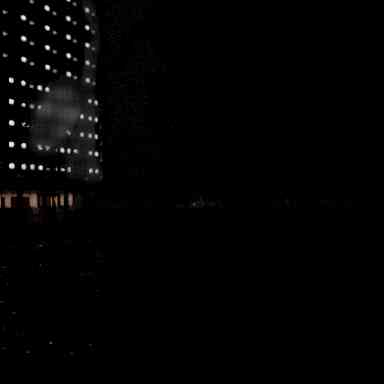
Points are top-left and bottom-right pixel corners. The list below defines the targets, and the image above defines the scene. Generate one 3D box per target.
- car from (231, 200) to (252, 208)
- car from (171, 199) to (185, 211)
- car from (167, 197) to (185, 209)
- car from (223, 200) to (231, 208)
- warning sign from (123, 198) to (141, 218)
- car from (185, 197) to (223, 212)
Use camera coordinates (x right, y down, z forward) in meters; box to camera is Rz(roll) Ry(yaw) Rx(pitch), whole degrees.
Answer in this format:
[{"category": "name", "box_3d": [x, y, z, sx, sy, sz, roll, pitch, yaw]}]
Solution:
[{"category": "car", "box_3d": [9.320, 2.109, 60.029, 1.882, 1.535, 5.008, -1, -1, 31]}, {"category": "car", "box_3d": [-0.572, 2.195, 50.434, 1.895, 1.301, 4.718, -1, -1, 33]}, {"category": "car", "box_3d": [-2.151, 1.966, 60.042, 2.150, 2.045, 5.566, -1, -1, 32]}, {"category": "car", "box_3d": [6.540, 2.206, 61.711, 1.812, 1.442, 4.674, -1, -1, 31]}, {"category": "warning sign", "box_3d": [-5.751, 1.498, 31.914, 1.300, 1.860, 1.060, -1, 0, 34]}, {"category": "car", "box_3d": [1.770, 1.766, 48.093, 2.150, 2.045, 5.566, -1, -1, 34]}]
